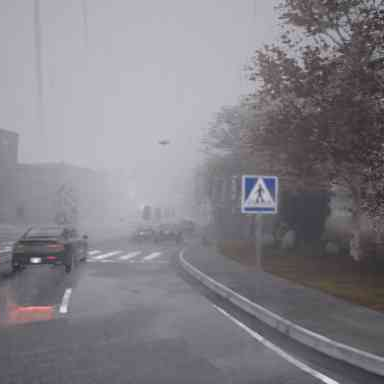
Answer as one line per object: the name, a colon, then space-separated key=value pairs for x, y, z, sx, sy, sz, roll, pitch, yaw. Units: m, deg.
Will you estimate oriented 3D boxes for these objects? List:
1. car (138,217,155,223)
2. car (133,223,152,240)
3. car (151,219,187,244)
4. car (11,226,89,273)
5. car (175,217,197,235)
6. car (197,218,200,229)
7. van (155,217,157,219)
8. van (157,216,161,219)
car: x=-10.689 y=6.577 z=74.373 sx=2.435 sy=2.045 sz=5.566 roll=1 pitch=-4 yaw=4
car: x=-4.802 y=4.213 z=34.535 sx=1.994 sy=1.385 sz=4.181 roll=1 pitch=-5 yaw=3
car: x=-1.924 y=3.571 z=29.356 sx=2.097 sy=1.767 sz=4.553 roll=1 pitch=-6 yaw=3
car: x=-5.144 y=2.047 z=12.539 sx=1.837 sy=1.490 sz=4.892 roll=1 pitch=-5 yaw=-9
car: x=-0.815 y=5.109 z=48.675 sx=2.150 sy=2.045 sz=5.566 roll=1 pitch=-4 yaw=4
car: x=0.310 y=6.611 z=67.459 sx=1.882 sy=1.535 sz=5.008 roll=1 pitch=-4 yaw=3
van: x=-10.333 y=6.958 z=79.806 sx=1.878 sy=1.987 sz=4.442 roll=1 pitch=-4 yaw=4
van: x=-9.970 y=7.317 z=85.329 sx=1.878 sy=1.987 sz=4.442 roll=1 pitch=-4 yaw=4
